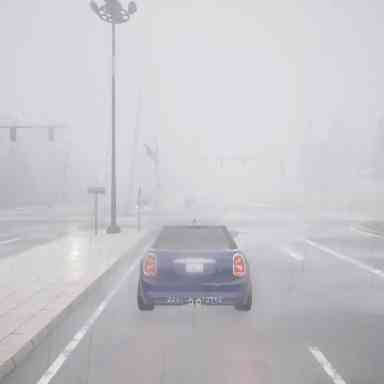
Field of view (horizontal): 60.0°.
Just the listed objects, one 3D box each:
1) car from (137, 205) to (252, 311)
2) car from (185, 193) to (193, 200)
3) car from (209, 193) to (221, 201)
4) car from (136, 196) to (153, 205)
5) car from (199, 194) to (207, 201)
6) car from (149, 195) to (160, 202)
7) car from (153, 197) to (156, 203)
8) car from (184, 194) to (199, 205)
[{"bbox_3d":[0.061,1.352,7.935,2.097,1.767,4.553,0,0,0],"label":"car"},{"bbox_3d":[-0.924,1.189,95.614,2.150,2.045,5.566,0,0,-1],"label":"car"},{"bbox_3d":[6.257,1.215,85.053,2.150,2.045,5.566,0,0,-1],"label":"car"},{"bbox_3d":[-8.349,1.505,57.088,1.837,1.490,4.892,0,0,-1],"label":"car"},{"bbox_3d":[2.752,1.513,85.320,1.812,1.442,4.674,0,0,-1],"label":"car"},{"bbox_3d":[-8.602,1.540,76.735,2.033,1.411,5.357,0,0,-1],"label":"car"},{"bbox_3d":[-8.448,1.505,66.297,1.837,1.490,4.892,0,0,-1],"label":"car"},{"bbox_3d":[-0.225,1.526,54.755,1.812,1.442,4.674,0,0,-1],"label":"car"}]
